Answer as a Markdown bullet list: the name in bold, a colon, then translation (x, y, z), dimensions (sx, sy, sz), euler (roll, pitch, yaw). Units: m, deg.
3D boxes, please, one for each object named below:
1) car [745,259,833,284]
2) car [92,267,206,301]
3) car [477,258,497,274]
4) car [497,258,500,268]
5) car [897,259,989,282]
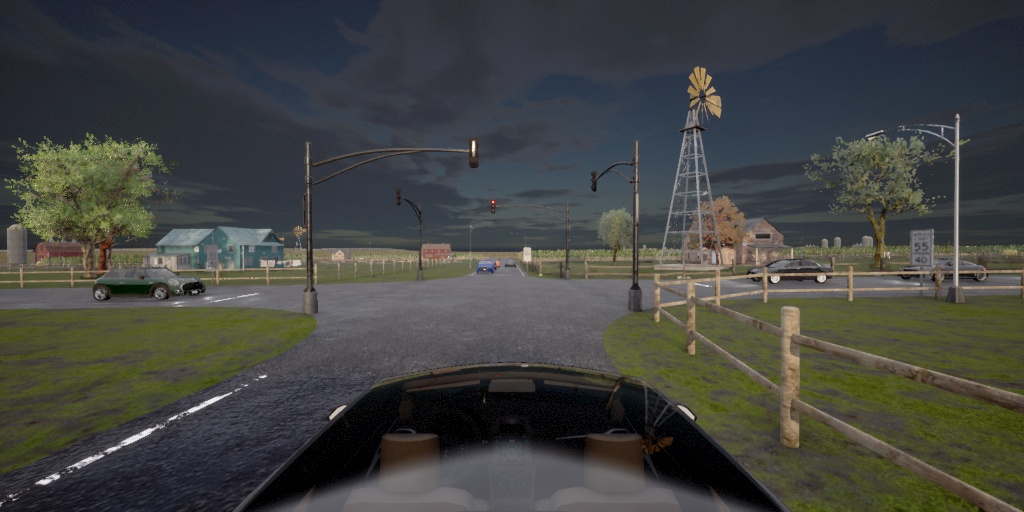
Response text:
- **car**: translation (17.684, 0.957, 22.984), dimensions (4.892, 1.490, 1.837), euler (-1, 1, 0)
- **car**: translation (-19.177, 1.372, 19.108), dimensions (4.553, 1.767, 2.097), euler (-1, 1, 0)
- **car**: translation (-3.051, 1.222, 41.982), dimensions (1.882, 1.535, 5.008), euler (0, 0, -1)
- **car**: translation (-3.122, 1.293, 51.886), dimensions (2.033, 1.411, 5.357), euler (0, 0, -1)
- **car**: translation (27.542, 0.885, 23.028), dimensions (4.181, 1.385, 1.994), euler (-1, 1, 0)
